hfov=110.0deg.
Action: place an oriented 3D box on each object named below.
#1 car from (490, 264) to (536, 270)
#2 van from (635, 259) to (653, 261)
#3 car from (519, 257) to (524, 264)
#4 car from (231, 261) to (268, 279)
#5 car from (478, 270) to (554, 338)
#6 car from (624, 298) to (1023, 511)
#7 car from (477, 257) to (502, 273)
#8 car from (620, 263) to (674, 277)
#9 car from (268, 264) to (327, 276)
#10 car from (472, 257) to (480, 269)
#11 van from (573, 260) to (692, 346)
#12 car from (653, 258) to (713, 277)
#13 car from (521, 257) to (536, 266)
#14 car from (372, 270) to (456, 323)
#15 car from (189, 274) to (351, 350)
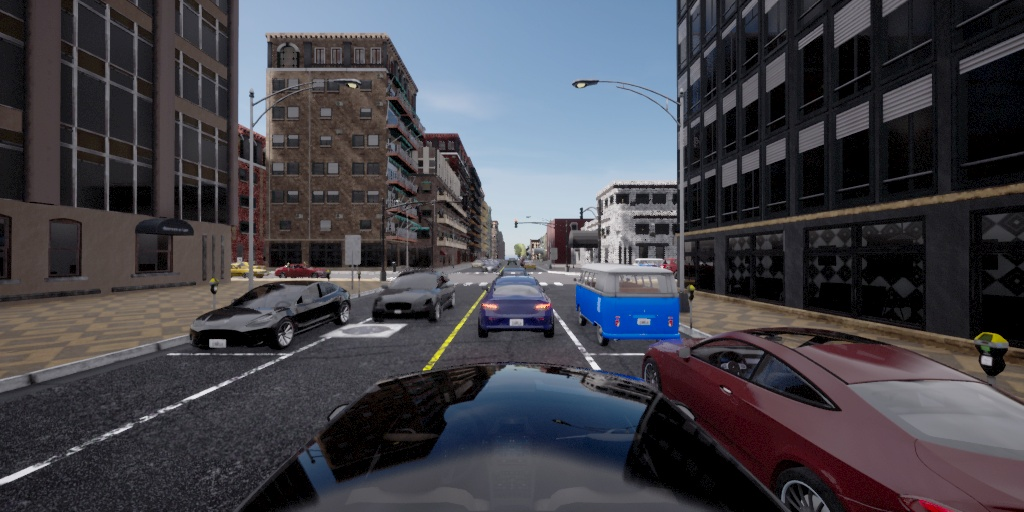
[{"bbox_3d":[0.097,1.318,18.534,1.994,1.385,4.181,0,0,0],"label":"car"},{"bbox_3d":[14.906,1.175,38.343,3.998,1.789,1.690,0,0,0],"label":"van"},{"bbox_3d":[2.707,1.382,64.946,1.802,1.307,4.207,0,0,0],"label":"car"},{"bbox_3d":[-22.952,1.216,29.882,4.829,1.417,1.751,0,0,0],"label":"car"},{"bbox_3d":[0.103,1.277,10.082,1.812,1.442,4.674,0,0,0],"label":"car"},{"bbox_3d":[2.658,1.332,3.392,1.802,1.307,4.207,0,0,0],"label":"car"},{"bbox_3d":[-2.760,1.270,43.386,2.128,1.511,4.902,0,0,-6],"label":"car"},{"bbox_3d":[13.412,1.418,35.773,4.718,1.301,1.895,0,0,1],"label":"car"},{"bbox_3d":[-17.460,1.284,29.894,4.207,1.307,1.802,0,0,0],"label":"car"},{"bbox_3d":[-5.676,1.318,59.238,1.751,1.417,4.829,0,0,0],"label":"car"},{"bbox_3d":[2.659,1.092,9.082,1.690,1.789,3.998,0,0,0],"label":"van"},{"bbox_3d":[14.927,1.107,29.963,5.009,1.841,2.192,0,0,0],"label":"car"},{"bbox_3d":[2.704,1.311,54.038,1.751,1.417,4.829,0,0,0],"label":"car"},{"bbox_3d":[-3.097,1.256,12.153,1.837,1.490,4.892,0,0,0],"label":"car"},{"bbox_3d":[-5.688,1.317,9.109,1.948,1.339,4.313,0,0,0],"label":"car"}]
